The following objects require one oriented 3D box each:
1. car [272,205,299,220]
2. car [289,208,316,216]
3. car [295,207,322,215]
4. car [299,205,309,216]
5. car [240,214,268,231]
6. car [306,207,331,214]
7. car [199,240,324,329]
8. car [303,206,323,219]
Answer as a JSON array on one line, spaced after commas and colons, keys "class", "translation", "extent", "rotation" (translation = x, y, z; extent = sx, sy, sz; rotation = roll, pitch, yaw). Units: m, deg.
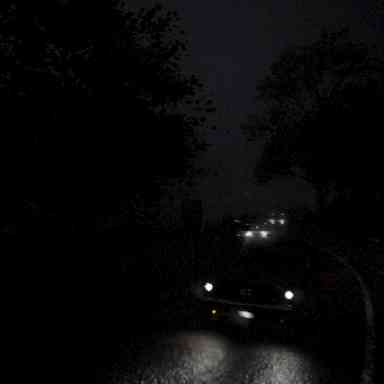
[{"class": "car", "translation": [13.989, 3.250, 50.813], "extent": [2.097, 1.767, 4.553], "rotation": [-3, -3, 41]}, {"class": "car", "translation": [22.242, 3.966, 66.814], "extent": [4.674, 1.452, 2.002], "rotation": [-3, -3, 41]}, {"class": "car", "translation": [24.111, 3.985, 68.937], "extent": [5.008, 1.535, 2.097], "rotation": [-3, -3, 41]}, {"class": "car", "translation": [20.350, 3.617, 64.726], "extent": [5.566, 2.045, 2.435], "rotation": [-3, -3, 41]}, {"class": "car", "translation": [5.447, 2.649, 29.998], "extent": [2.033, 1.411, 5.357], "rotation": [-1, -3, 2]}, {"class": "car", "translation": [27.852, 4.139, 73.169], "extent": [4.674, 1.452, 2.002], "rotation": [-3, -3, 41]}, {"class": "car", "translation": [1.894, 1.863, 7.745], "extent": [1.895, 1.301, 4.718], "rotation": [-2, -2, 26]}, {"class": "car", "translation": [19.755, 3.420, 52.326], "extent": [1.812, 1.442, 4.674], "rotation": [-3, -3, 42]}]
